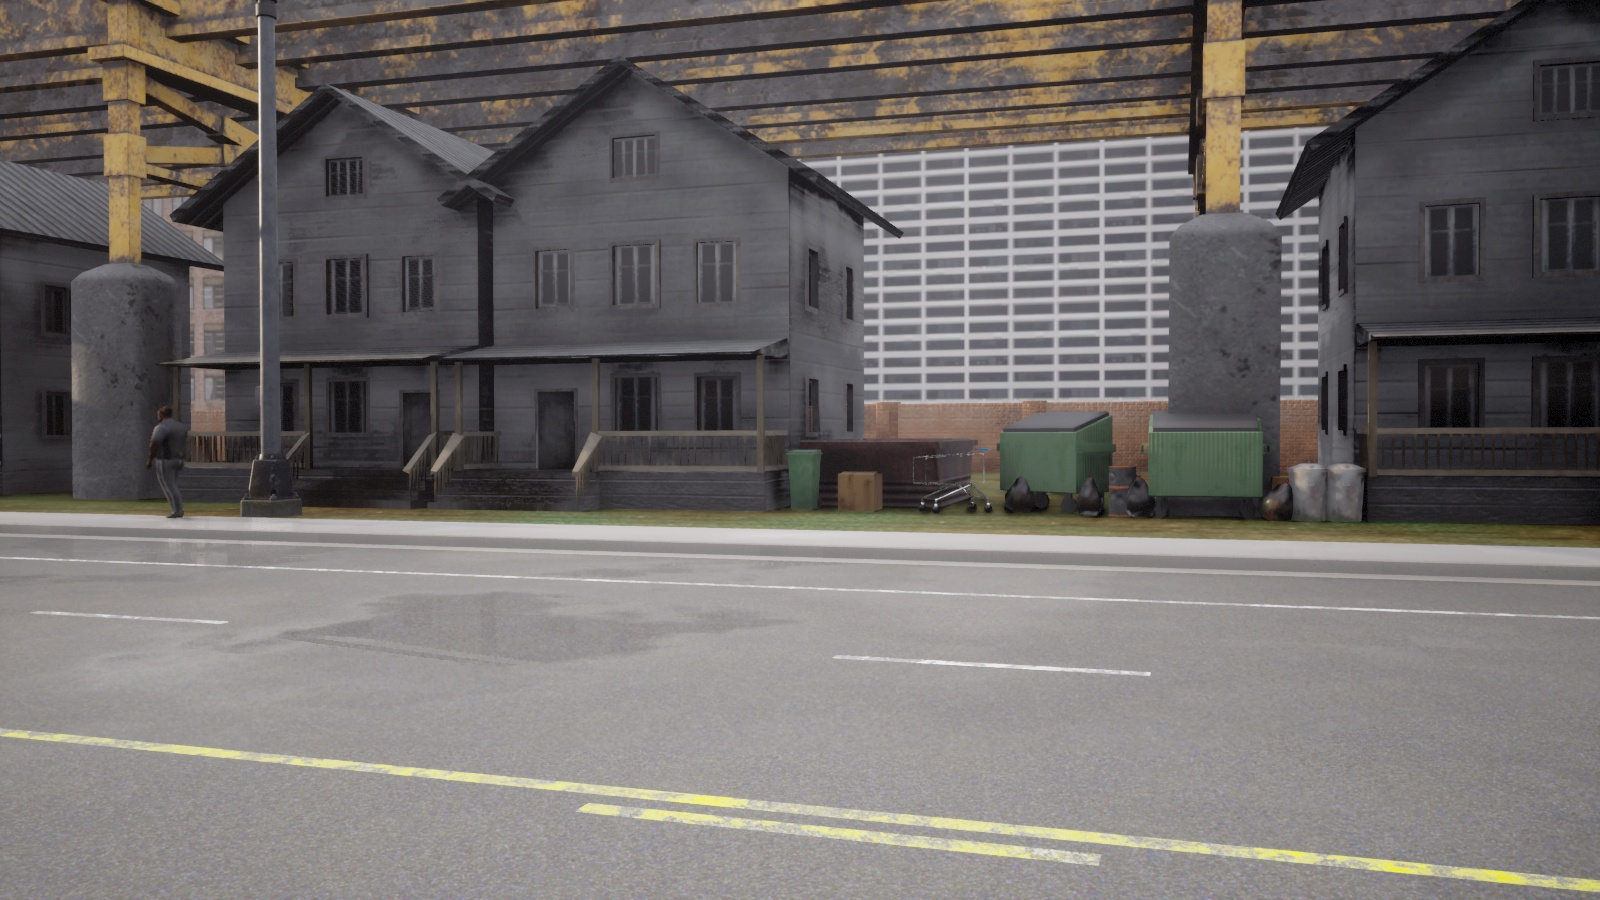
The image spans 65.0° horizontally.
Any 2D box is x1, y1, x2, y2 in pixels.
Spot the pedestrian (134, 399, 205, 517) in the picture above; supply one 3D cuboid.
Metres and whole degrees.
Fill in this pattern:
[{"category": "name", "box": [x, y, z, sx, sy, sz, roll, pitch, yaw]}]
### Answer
[{"category": "pedestrian", "box": [-10.189, 0.118, 20.296, 0.849, 1.883, 0.563, 0, 1, 14]}]
